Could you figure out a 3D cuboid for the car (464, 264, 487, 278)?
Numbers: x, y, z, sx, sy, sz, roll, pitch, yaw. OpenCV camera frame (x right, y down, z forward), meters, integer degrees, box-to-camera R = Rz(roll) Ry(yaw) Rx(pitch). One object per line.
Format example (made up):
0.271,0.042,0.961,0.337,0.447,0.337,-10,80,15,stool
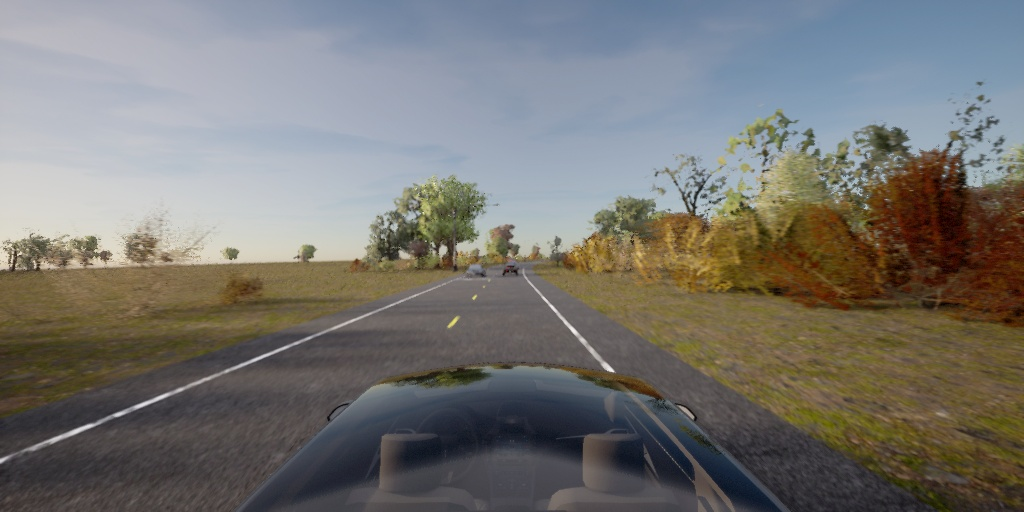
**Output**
-3.910,1.611,39.090,1.812,1.442,4.674,-1,0,1,car

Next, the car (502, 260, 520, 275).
-0.171,1.547,44.374,1.837,1.490,4.892,-1,0,1,car
